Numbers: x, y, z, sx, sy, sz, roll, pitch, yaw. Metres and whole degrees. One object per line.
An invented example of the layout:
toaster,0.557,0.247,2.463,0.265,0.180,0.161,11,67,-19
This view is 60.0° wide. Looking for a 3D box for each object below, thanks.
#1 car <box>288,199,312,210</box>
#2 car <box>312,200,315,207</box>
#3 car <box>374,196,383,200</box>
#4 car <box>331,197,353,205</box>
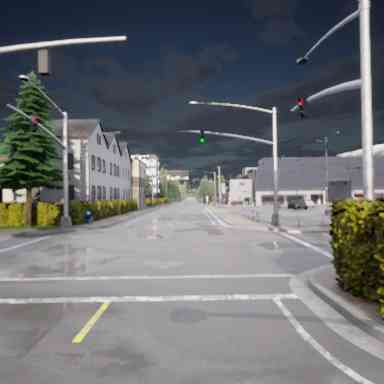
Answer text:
car,15.451,1.874,48.892,2.007,1.523,4.514,-1,-1,0
car,19.100,1.854,55.948,1.970,1.475,3.806,-1,-1,0
car,19.131,1.339,31.025,1.905,1.878,3.866,-1,-1,0
car,25.515,1.680,56.285,2.152,1.636,5.027,-1,-1,0
